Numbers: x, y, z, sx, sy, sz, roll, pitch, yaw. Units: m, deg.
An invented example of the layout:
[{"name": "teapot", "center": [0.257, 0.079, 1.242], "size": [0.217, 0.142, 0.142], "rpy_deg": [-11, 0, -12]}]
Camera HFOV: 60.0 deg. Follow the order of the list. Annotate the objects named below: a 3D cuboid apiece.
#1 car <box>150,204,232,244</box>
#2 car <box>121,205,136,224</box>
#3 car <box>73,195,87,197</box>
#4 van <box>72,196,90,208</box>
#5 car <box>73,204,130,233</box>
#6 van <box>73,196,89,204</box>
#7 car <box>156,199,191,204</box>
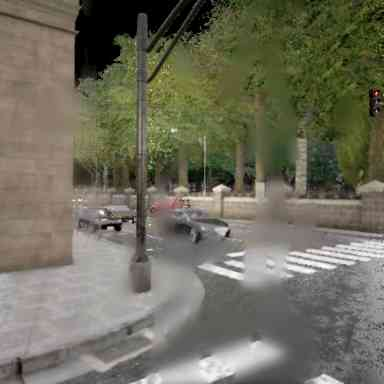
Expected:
[{"name": "car", "center": [-0.003, 1.597, 16.754], "size": [2.128, 1.511, 4.902], "rpy_deg": [1, 0, -33]}, {"name": "car", "center": [-5.756, 1.664, 25.278], "size": [2.033, 1.411, 5.357], "rpy_deg": [1, 0, -34]}, {"name": "car", "center": [-12.786, 1.345, 35.666], "size": [2.150, 2.045, 5.566], "rpy_deg": [1, 0, -34]}, {"name": "van", "center": [-17.772, 1.524, 53.269], "size": [1.690, 1.788, 3.998], "rpy_deg": [1, 0, -34]}, {"name": "car", "center": [-5.747, 1.653, 20.353], "size": [1.947, 1.339, 4.313], "rpy_deg": [1, 0, -34]}, {"name": "van", "center": [-8.923, 1.434, 25.039], "size": [1.690, 1.788, 3.998], "rpy_deg": [1, 0, -34]}, {"name": "car", "center": [-1.891, 1.486, 29.858], "size": [2.192, 1.841, 5.009], "rpy_deg": [1, 0, -34]}]
